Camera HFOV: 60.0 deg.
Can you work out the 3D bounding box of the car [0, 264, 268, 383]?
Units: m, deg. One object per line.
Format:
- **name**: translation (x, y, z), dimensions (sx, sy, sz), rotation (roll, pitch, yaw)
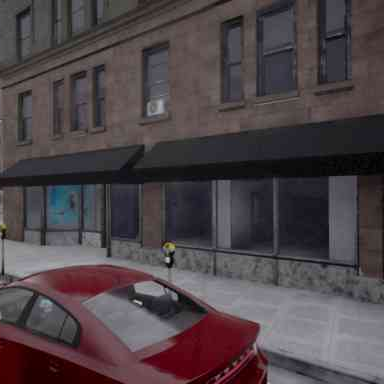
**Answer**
- **car**: translation (-1.396, 1.545, 3.861), dimensions (4.507, 1.381, 1.887), rotation (0, 0, 36)
